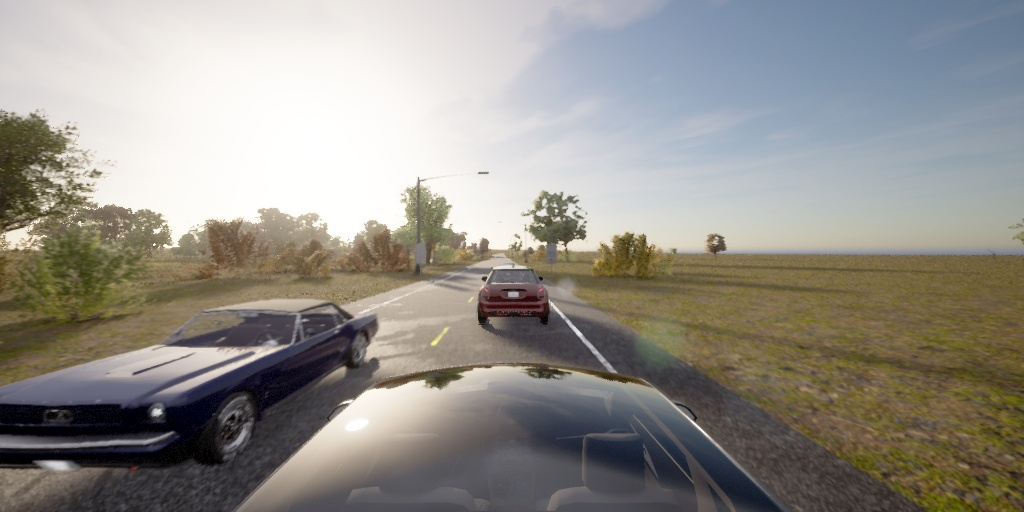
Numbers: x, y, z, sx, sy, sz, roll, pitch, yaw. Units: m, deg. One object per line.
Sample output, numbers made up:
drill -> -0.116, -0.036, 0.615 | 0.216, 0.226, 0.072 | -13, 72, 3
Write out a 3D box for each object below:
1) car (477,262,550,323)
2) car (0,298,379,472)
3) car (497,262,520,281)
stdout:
car -> 0.022, 1.098, 12.187 | 2.097, 1.767, 4.553 | 0, 0, -1
car -> -3.615, 1.352, 5.052 | 1.895, 1.301, 4.718 | 0, 0, 0
car -> -0.355, 1.254, 30.653 | 1.812, 1.442, 4.674 | 0, 0, -2
